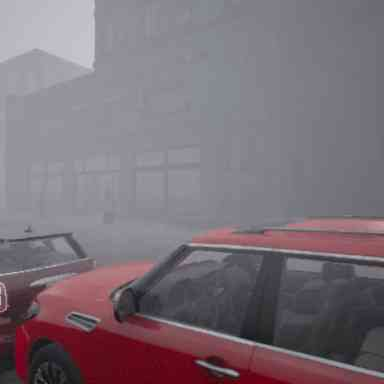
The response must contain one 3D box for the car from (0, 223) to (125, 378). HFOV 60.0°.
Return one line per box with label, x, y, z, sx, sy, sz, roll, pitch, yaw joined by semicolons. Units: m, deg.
car;-3.632;1.363;5.909;4.553;1.767;2.185;0;0;36
